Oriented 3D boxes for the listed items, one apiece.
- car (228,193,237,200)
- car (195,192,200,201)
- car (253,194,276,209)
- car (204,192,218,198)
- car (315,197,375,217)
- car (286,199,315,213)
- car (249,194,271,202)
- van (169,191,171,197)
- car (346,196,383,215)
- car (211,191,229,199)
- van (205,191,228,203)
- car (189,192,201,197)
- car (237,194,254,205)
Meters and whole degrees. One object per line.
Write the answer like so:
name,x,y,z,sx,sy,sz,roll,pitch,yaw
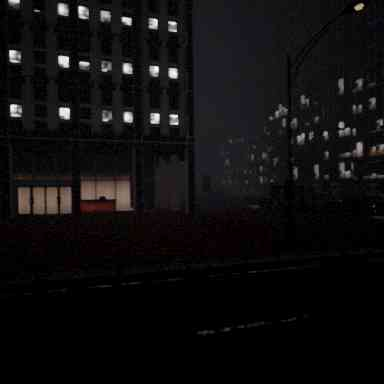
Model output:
car,8.234,0.947,69.592,1.802,1.307,4.206,0,1,-19
car,0.322,1.052,66.831,2.008,1.369,4.403,0,1,-19
car,9.638,1.325,39.985,1.947,1.339,4.313,0,1,-19
car,4.487,0.700,80.322,1.967,1.590,4.097,0,1,-19
car,13.313,1.427,29.227,1.947,1.339,4.313,0,1,-19
car,11.457,1.392,34.601,1.802,1.307,4.206,0,1,-19
car,11.981,1.051,58.860,1.802,1.307,4.206,0,1,-19
van,-5.298,0.685,82.927,1.690,1.788,3.998,0,1,-19
car,15.749,1.166,30.469,2.097,1.767,4.553,-1,1,-19
car,6.360,0.627,74.955,2.192,1.841,5.009,0,1,-19
van,4.069,0.947,56.097,1.690,1.788,3.998,0,1,-19
car,0.741,0.705,91.055,2.008,1.369,4.403,0,1,-19
car,9.071,1.111,49.664,1.882,1.535,5.008,-1,1,-19
